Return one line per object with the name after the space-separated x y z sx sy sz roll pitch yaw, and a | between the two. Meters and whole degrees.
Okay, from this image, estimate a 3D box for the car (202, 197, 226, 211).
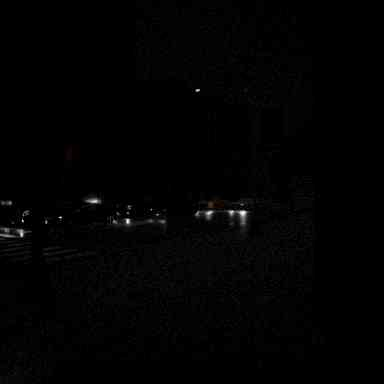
2.561 1.340 39.763 1.882 1.535 5.008 0 0 36 | car

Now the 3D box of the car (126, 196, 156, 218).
-4.732 1.268 29.478 2.097 1.767 4.553 0 0 35 | car

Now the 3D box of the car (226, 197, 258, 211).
6.212 1.374 39.295 1.812 1.442 4.674 0 0 36 | car

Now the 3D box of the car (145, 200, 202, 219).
-1.494 1.506 28.429 1.895 1.301 4.718 0 0 35 | car

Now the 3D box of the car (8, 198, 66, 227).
-9.763 1.305 22.371 2.097 1.767 4.553 0 0 35 | car

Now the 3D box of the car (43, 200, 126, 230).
-6.850 1.436 20.864 2.128 1.511 4.902 0 0 35 | car
